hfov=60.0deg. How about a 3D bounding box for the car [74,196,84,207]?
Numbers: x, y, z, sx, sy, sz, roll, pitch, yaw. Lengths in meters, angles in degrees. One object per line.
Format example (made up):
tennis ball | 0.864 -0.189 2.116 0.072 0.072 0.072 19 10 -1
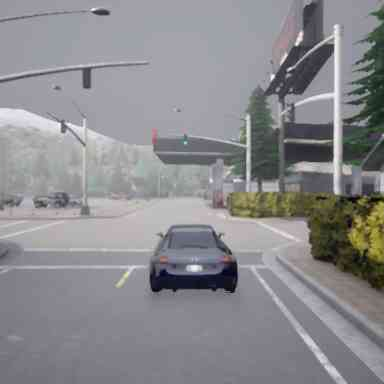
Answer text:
car | -16.183 1.243 43.410 3.806 1.475 1.970 0 0 -1

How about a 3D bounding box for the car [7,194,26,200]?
car | -42.541 1.156 80.639 3.633 1.501 1.845 0 0 -1

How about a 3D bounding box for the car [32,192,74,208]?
car | -16.774 0.968 40.081 3.866 1.878 1.905 0 0 -1

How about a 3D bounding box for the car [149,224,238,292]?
car | -0.026 1.539 8.879 1.994 1.385 4.181 0 0 -2

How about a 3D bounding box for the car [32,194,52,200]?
car | -35.102 1.174 77.703 3.806 1.475 1.970 0 0 -1

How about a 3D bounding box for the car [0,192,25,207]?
car | -24.661 0.980 43.321 4.605 1.855 1.932 0 0 -1

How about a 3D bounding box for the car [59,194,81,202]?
car | -24.040 1.142 65.775 3.633 1.501 1.845 0 0 -1

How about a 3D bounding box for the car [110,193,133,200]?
car | -16.436 1.120 77.666 5.027 1.636 2.152 0 0 -1

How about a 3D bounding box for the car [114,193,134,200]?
car | -16.507 1.120 80.802 4.514 1.523 2.007 0 0 -1
